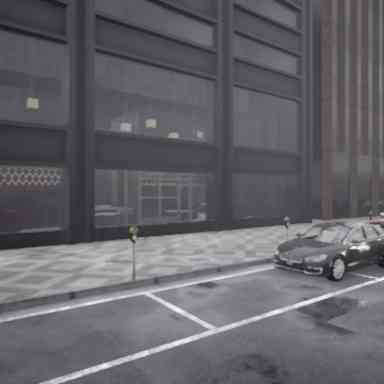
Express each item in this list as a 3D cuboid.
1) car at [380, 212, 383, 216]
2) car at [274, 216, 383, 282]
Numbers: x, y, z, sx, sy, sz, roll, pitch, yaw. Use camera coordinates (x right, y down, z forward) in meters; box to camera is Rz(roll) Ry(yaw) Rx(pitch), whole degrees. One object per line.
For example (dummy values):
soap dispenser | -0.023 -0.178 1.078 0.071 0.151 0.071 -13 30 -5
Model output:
car | 8.829 1.321 12.948 5.009 1.841 2.192 0 0 -36
car | 4.256 1.554 9.685 4.403 1.369 2.008 0 0 -36
